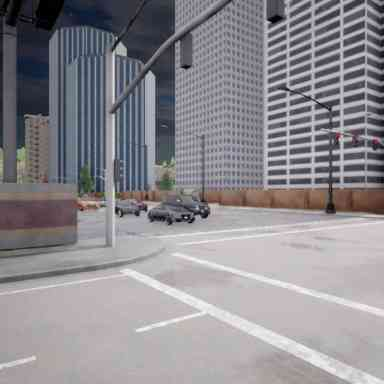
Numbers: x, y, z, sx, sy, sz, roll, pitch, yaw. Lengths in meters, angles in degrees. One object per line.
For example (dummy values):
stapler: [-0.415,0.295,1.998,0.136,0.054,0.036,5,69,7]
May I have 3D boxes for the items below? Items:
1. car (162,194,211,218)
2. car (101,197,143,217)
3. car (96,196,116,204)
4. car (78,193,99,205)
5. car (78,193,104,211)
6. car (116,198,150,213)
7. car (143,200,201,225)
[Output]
car: [-0.715,1.221,29.123,2.150,2.045,5.566,0,0,-35]
car: [-6.541,1.505,31.303,1.837,1.490,4.892,0,0,-35]
car: [-16.667,1.547,64.169,2.033,1.411,5.357,0,0,-34]
car: [-19.256,1.222,61.786,2.150,2.045,5.566,0,0,-35]
car: [-12.820,1.352,40.212,2.097,1.767,4.553,0,0,-35]
car: [-6.770,1.478,37.700,1.882,1.535,5.008,0,0,-35]
car: [-1.563,1.564,24.257,1.994,1.385,4.181,0,0,-35]
